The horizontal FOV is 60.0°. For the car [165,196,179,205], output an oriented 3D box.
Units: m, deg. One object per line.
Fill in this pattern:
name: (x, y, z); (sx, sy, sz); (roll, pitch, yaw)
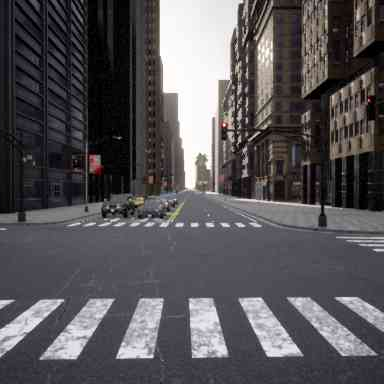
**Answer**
car: (-3.430, 1.465, 58.431); (2.033, 1.411, 5.357); (0, 0, 0)

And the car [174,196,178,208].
car: (-3.450, 1.501, 48.014); (1.994, 1.385, 4.181); (0, 0, -1)

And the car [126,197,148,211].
car: (-6.669, 1.428, 40.615); (1.882, 1.535, 5.008); (0, 0, 0)

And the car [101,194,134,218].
car: (-6.658, 1.190, 30.610); (2.150, 2.045, 5.566); (0, 0, 0)

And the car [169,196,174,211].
car: (-3.423, 1.481, 37.989); (1.812, 1.442, 4.674); (0, 0, 0)

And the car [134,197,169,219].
car: (-3.403, 1.323, 29.007); (2.097, 1.767, 4.553); (0, 0, 0)

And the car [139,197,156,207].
car: (-6.695, 1.496, 50.506); (1.994, 1.385, 4.181); (0, 0, 0)
